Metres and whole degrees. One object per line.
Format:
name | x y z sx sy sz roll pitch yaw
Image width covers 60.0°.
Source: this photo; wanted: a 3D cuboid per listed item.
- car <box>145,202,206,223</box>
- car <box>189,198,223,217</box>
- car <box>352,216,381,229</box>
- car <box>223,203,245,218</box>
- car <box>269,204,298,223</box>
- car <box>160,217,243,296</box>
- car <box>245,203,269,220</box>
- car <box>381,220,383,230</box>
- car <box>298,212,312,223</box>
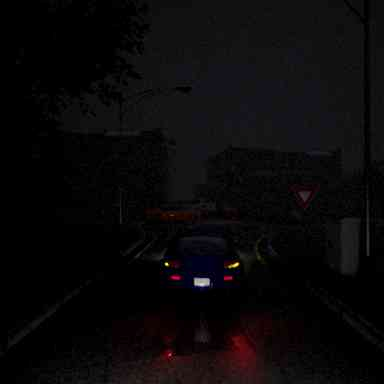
car | -1.590 1.882 29.446 5.008 1.535 1.882 0 0 -5
car | 0.708 1.782 38.812 2.435 2.045 5.566 1 -1 -32
car | 21.253 3.874 43.130 2.002 1.452 4.674 6 -3 -31
car | 3.571 2.064 39.484 2.185 1.767 4.553 4 -2 -33
car | 9.510 2.465 40.710 2.435 2.045 5.566 7 -3 -32
car | 0.246 1.633 8.843 1.812 1.442 4.674 0 -1 1
car | 6.529 2.307 40.068 2.185 1.767 4.553 6 -3 -32
car | 24.208 4.155 43.729 2.002 1.452 4.674 7 -3 -31
car | 12.322 2.991 41.495 1.946 1.575 5.366 6 -3 -32
